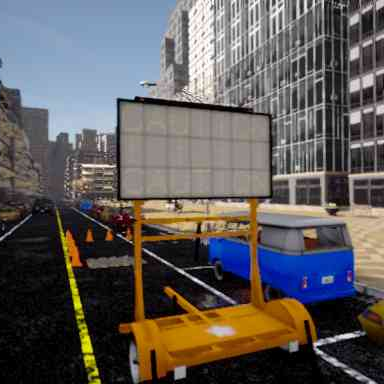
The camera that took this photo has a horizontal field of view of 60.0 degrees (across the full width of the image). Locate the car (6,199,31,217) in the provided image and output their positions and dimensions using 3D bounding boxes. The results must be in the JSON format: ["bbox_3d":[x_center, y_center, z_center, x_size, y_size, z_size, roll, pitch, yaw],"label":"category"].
[{"bbox_3d":[-18.730,1.836,35.182,2.192,1.841,5.009,-1,0,-23],"label":"car"}]

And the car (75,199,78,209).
[{"bbox_3d":[-17.437,2.220,53.864,1.752,1.417,4.829,-1,0,-23],"label":"car"}]

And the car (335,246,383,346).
[{"bbox_3d":[3.830,1.513,2.860,1.752,1.417,4.829,-1,0,-23],"label":"car"}]

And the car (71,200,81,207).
[{"bbox_3d":[-25.944,2.524,74.266,1.752,1.417,4.829,-1,0,-23],"label":"car"}]

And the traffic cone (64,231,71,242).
[{"bbox_3d":[-5.344,2.142,14.579,0.340,0.580,0.340,0,-1,-23],"label":"traffic cone"}]

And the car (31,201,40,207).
[{"bbox_3d":[-35.739,2.702,75.984,1.802,1.307,4.206,-1,0,-23],"label":"car"}]

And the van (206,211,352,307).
[{"bbox_3d":[1.766,1.394,7.804,1.690,1.788,3.998,-1,0,-23],"label":"van"}]

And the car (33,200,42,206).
[{"bbox_3d":[-39.992,2.841,86.185,1.947,1.339,4.313,-1,0,-23],"label":"car"}]

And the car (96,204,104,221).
[{"bbox_3d":[-6.804,1.859,28.362,1.752,1.417,4.829,-1,0,-23],"label":"car"}]

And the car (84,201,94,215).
[{"bbox_3d":[-10.992,2.056,38.406,1.802,1.307,4.206,-1,0,-23],"label":"car"}]

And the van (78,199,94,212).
[{"bbox_3d":[-15.248,1.960,48.609,1.690,1.788,3.998,-1,0,-23],"label":"van"}]

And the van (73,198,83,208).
[{"bbox_3d":[-23.756,2.260,69.012,1.690,1.788,3.998,-1,0,-23],"label":"van"}]

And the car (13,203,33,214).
[{"bbox_3d":[-22.979,2.216,45.383,2.008,1.369,4.403,-1,0,-23],"label":"car"}]

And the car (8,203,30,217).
[{"bbox_3d":[-20.853,2.143,40.282,2.008,1.369,4.403,-1,0,-23],"label":"car"}]

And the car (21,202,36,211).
[{"bbox_3d":[-27.233,2.380,55.583,1.947,1.339,4.313,-1,0,-23],"label":"car"}]

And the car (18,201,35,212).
[{"bbox_3d":[-25.107,2.180,50.483,1.967,1.590,4.097,-1,0,-23],"label":"car"}]

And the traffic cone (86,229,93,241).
[{"bbox_3d":[-5.191,2.162,16.809,0.340,0.580,0.340,0,-1,-23],"label":"traffic cone"}]

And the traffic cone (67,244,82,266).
[{"bbox_3d":[-3.805,2.092,10.887,0.340,0.580,0.340,0,-1,-23],"label":"traffic cone"}]

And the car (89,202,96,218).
[{"bbox_3d":[-8.865,1.984,33.306,1.802,1.307,4.206,-1,0,-23],"label":"car"}]

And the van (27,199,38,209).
[{"bbox_3d":[-31.490,2.307,65.786,1.690,1.788,3.998,-1,0,-23],"label":"van"}]

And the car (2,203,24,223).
[{"bbox_3d":[-16.535,1.972,29.924,1.752,1.417,4.829,-1,0,-23],"label":"car"}]

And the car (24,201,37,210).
[{"bbox_3d":[-29.360,2.434,60.683,1.887,1.381,4.507,-1,0,-23],"label":"car"}]

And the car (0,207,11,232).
[{"bbox_3d":[-12.346,1.852,19.879,1.887,1.381,4.507,-1,0,-23],"label":"car"}]

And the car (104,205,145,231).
[{"bbox_3d":[-4.613,1.701,23.105,1.967,1.590,4.097,-1,0,-23],"label":"car"}]

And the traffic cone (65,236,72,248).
[{"bbox_3d":[-4.575,2.117,12.733,0.340,0.580,0.340,0,-1,-23],"label":"traffic cone"}]

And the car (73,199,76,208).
[{"bbox_3d":[-19.498,2.333,58.808,1.947,1.339,4.313,-1,0,-23],"label":"car"}]

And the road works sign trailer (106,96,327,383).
[{"bbox_3d":[0.050,0.507,4.931,2.380,3.560,2.880,0,-1,-23],"label":"road works sign trailer"}]

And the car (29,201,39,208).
[{"bbox_3d":[-33.612,2.625,70.884,1.802,1.307,4.206,-1,0,-23],"label":"car"}]

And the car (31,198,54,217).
[{"bbox_3d":[-17.430,1.768,38.934,2.150,2.045,5.566,0,-1,-22],"label":"car"}]
